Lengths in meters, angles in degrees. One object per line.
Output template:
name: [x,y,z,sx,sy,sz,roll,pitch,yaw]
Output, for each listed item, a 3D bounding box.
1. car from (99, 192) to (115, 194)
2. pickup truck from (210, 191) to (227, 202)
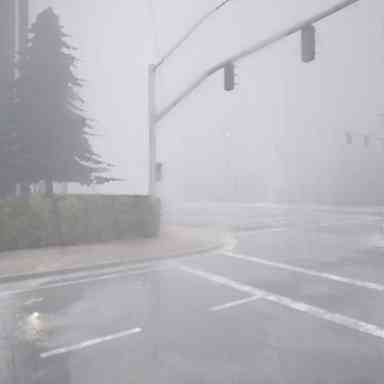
car: [-12.737,1.092,50.799,2.150,2.045,5.566,-1,0,-36]
pickup truck: [4.929,0.789,60.819,2.390,2.098,6.274,0,0,-6]
